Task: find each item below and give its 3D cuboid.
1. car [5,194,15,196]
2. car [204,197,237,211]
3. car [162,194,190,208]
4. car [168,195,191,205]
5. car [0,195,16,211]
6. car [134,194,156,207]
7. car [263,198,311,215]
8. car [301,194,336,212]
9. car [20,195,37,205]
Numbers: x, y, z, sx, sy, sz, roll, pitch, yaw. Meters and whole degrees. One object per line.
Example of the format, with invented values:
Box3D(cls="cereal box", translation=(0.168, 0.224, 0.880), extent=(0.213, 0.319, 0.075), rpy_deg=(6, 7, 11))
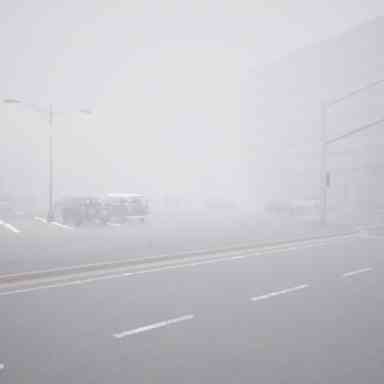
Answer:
Box3D(cls="car", translation=(-29.620, 1.212, 53.761), extent=(1.905, 1.878, 3.866), rpy_deg=(0, 0, -35))
Box3D(cls="car", translation=(3.599, 1.407, 42.168), extent=(2.097, 1.767, 4.553), rpy_deg=(0, 0, -35))
Box3D(cls="car", translation=(-2.495, 1.277, 50.746), extent=(2.150, 2.045, 5.566), rpy_deg=(0, 0, -36))
Box3D(cls="car", translation=(-2.397, 1.407, 63.014), extent=(2.097, 1.767, 4.553), rpy_deg=(0, 0, -35))
Box3D(cls="car", translation=(-21.753, 1.451, 37.932), extent=(1.970, 1.475, 3.806), rpy_deg=(0, 0, -35))
Box3D(cls="car", translation=(-8.871, 1.547, 66.054), extent=(2.128, 1.511, 4.902), rpy_deg=(0, 0, -35))
Box3D(cls="car", translation=(9.356, 1.581, 34.107), extent=(1.812, 1.442, 4.674), rpy_deg=(0, 0, -36))
Box3D(cls="car", translation=(14.193, 1.277, 39.484), extent=(2.150, 2.045, 5.566), rpy_deg=(0, 0, -33))
Box3D(cls="car", translation=(-27.224, 1.209, 55.386), extent=(1.932, 1.855, 4.605), rpy_deg=(0, 0, -35))
